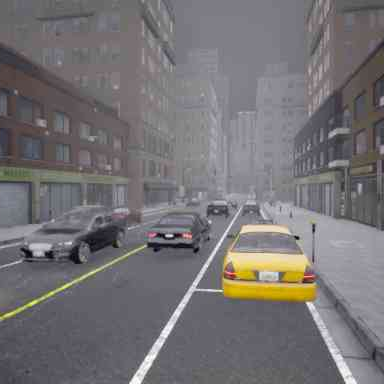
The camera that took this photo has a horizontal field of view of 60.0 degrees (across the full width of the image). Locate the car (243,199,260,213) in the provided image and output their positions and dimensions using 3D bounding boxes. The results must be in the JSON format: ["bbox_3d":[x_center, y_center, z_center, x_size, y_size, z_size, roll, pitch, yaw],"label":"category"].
[{"bbox_3d":[6.727,1.506,37.825,1.752,1.417,4.829,-1,0,10],"label":"car"}]

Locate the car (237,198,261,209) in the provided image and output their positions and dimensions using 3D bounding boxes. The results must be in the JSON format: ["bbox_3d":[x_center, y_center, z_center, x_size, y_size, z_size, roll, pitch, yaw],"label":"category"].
[{"bbox_3d":[5.722,1.537,32.158,2.008,1.369,4.403,-1,0,10],"label":"car"}]

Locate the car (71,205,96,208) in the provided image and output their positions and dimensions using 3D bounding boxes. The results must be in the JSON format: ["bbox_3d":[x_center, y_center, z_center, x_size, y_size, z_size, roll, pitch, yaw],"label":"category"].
[{"bbox_3d":[-5.612,1.436,17.146,1.967,1.590,4.097,-1,0,10],"label":"car"}]

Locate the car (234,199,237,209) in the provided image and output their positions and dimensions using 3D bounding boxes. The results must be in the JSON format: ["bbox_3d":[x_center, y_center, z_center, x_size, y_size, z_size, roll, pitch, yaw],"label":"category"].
[{"bbox_3d":[5.261,1.575,45.418,1.895,1.301,4.718,0,0,10],"label":"car"}]

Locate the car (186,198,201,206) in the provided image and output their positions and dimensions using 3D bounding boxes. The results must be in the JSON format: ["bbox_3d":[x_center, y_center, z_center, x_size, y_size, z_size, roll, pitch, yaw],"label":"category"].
[{"bbox_3d":[0.233,1.516,50.147,1.887,1.381,4.507,-1,0,10],"label":"car"}]

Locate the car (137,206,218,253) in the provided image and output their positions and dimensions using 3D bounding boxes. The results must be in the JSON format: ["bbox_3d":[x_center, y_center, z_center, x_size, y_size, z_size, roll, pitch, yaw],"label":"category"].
[{"bbox_3d":[-0.332,1.544,13.828,2.033,1.411,5.357,0,0,10],"label":"car"}]

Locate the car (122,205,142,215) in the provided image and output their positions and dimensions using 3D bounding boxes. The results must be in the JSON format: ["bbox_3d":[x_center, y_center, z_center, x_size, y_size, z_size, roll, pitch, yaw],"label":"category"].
[{"bbox_3d":[-4.637,1.575,22.647,1.802,1.307,4.206,-1,0,10],"label":"car"}]

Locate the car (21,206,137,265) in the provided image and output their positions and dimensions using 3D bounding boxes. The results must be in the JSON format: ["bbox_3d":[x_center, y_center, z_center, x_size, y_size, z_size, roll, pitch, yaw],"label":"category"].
[{"bbox_3d":[-3.932,1.489,11.862,2.128,1.511,4.902,0,0,10],"label":"car"}]

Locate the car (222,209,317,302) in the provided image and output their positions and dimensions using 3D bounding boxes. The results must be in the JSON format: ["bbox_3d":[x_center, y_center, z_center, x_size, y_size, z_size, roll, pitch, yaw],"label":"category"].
[{"bbox_3d":[1.800,1.455,8.380,1.801,1.575,5.366,0,0,10],"label":"car"}]

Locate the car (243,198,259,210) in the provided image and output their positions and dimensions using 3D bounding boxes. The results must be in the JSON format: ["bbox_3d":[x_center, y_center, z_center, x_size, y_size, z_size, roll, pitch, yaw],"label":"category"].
[{"bbox_3d":[7.673,1.542,43.158,1.947,1.339,4.313,-1,0,10],"label":"car"}]

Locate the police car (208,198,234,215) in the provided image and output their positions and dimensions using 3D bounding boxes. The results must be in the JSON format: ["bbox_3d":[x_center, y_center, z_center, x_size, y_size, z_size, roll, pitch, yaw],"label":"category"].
[{"bbox_3d":[2.531,1.412,30.575,1.930,1.638,5.238,0,0,10],"label":"police car"}]

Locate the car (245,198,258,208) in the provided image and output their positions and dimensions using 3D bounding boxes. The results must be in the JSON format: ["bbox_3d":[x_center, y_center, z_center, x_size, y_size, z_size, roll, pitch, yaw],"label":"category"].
[{"bbox_3d":[8.648,1.553,48.658,1.802,1.307,4.206,-1,0,10],"label":"car"}]
